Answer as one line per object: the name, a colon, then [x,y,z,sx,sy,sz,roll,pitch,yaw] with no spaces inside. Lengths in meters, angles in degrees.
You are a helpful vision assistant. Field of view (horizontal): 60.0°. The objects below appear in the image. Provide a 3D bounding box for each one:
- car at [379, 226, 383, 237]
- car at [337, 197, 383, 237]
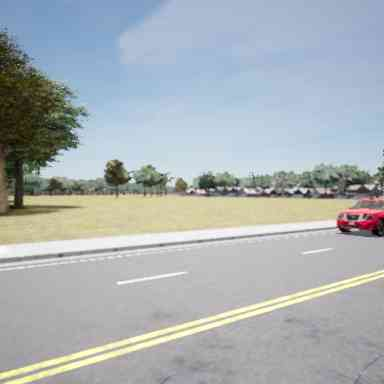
car: [6.798,1.591,8.299,4.674,1.442,1.812,0,0,-35]
car: [10.754,1.349,19.350,5.566,2.045,2.150,0,0,-36]
